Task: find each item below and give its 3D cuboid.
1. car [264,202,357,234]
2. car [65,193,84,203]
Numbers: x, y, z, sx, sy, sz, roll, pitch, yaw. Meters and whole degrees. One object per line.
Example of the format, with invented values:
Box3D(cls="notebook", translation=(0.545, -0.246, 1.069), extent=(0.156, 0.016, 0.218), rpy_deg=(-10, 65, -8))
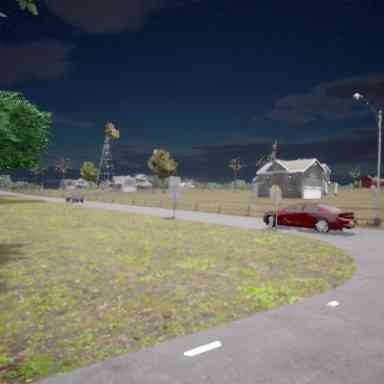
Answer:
Box3D(cls="car", translation=(6.213, 1.289, 18.055), extent=(1.882, 1.535, 5.008), rpy_deg=(1, 0, -40))
Box3D(cls="car", translation=(-18.169, 0.888, 51.485), extent=(1.837, 1.490, 4.892), rpy_deg=(2, -1, -36))
